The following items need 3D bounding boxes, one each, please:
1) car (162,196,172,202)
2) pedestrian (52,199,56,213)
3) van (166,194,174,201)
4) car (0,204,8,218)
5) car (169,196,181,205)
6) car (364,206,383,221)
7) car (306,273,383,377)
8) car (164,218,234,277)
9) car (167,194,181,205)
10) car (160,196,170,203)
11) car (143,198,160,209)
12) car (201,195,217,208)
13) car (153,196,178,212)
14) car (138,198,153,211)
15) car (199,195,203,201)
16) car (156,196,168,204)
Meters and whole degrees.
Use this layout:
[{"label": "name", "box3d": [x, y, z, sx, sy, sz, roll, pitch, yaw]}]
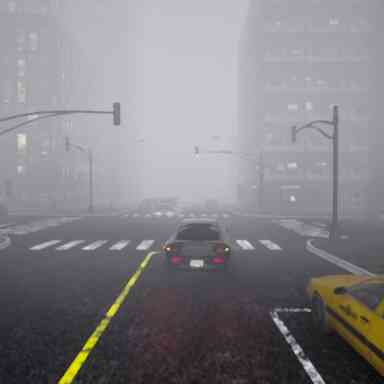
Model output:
[{"label": "car", "box3d": [-5.712, 1.554, 75.658, 1.887, 1.381, 4.507, -1, 0, 0]}, {"label": "pedestrian", "box3d": [-12.552, 1.211, 30.252, 0.375, 1.300, 0.375, 0, 0, 1]}, {"label": "van", "box3d": [-5.717, 1.352, 86.968, 1.690, 1.788, 3.998, -1, 0, 0]}, {"label": "car", "box3d": [-16.333, 1.339, 24.732, 4.902, 1.511, 2.128, 0, 1, 1]}, {"label": "car", "box3d": [-3.007, 1.511, 59.942, 1.837, 1.490, 4.892, 0, 0, 0]}, {"label": "car", "box3d": [16.311, 1.634, 26.912, 4.403, 1.369, 2.008, 0, 0, 1]}, {"label": "car", "box3d": [2.807, 1.526, 3.947, 1.752, 1.417, 4.829, -1, 0, 0]}, {"label": "car", "box3d": [0.264, 1.526, 10.180, 1.812, 1.442, 4.674, 0, 0, 4]}, {"label": "car", "box3d": [-3.078, 1.496, 49.745, 2.128, 1.511, 4.902, 0, 0, 0]}, {"label": "car", "box3d": [-5.711, 1.590, 70.003, 1.802, 1.307, 4.206, -1, 0, 0]}, {"label": "car", "box3d": [-5.708, 1.570, 47.385, 1.947, 1.339, 4.313, -1, 0, 0]}, {"label": "car", "box3d": [2.671, 1.555, 47.387, 2.008, 1.369, 4.403, -1, 0, 0]}, {"label": "car", "box3d": [-3.097, 1.551, 39.794, 2.033, 1.411, 5.357, 0, 0, 0]}, {"label": "car", "box3d": [-5.708, 1.529, 41.561, 1.752, 1.417, 4.829, -1, 0, 0]}, {"label": "car", "box3d": [2.665, 1.451, 81.315, 1.967, 1.590, 4.097, -1, 0, 0]}, {"label": "car", "box3d": [-5.711, 1.552, 64.349, 1.887, 1.381, 4.507, -1, 0, 0]}]
